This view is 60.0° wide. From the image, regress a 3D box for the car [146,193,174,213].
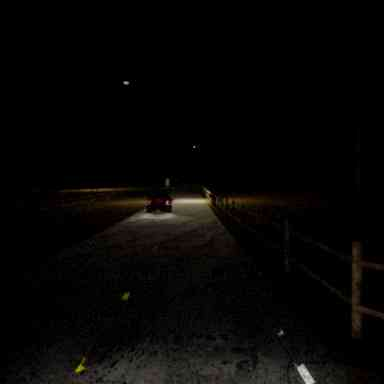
[{"bbox_3d":[-2.777,0.872,29.423,2.097,1.767,4.553,0,1,0],"label":"car"}]
